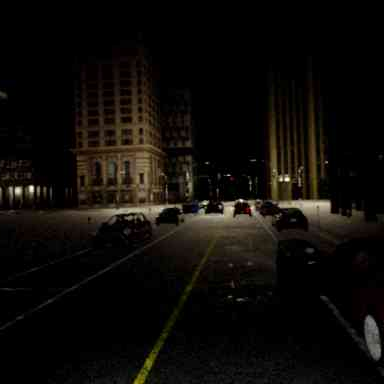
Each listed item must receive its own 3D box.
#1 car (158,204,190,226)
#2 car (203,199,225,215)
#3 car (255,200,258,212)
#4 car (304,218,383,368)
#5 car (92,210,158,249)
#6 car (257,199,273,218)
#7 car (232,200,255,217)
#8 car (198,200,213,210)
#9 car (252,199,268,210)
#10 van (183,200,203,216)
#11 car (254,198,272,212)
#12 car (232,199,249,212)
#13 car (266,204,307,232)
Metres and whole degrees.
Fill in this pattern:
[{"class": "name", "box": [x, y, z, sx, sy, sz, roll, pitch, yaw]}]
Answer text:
[{"class": "car", "box": [-1.699, 1.965, 27.343, 1.947, 1.339, 4.313, -2, -1, 8]}, {"class": "car", "box": [2.676, 1.742, 39.082, 2.097, 1.767, 4.553, -2, -1, 8]}, {"class": "car", "box": [8.311, 1.730, 37.329, 2.008, 1.369, 4.403, -2, -1, 8]}, {"class": "car", "box": [3.435, 1.434, 5.592, 1.882, 1.535, 5.008, -2, -1, 8]}, {"class": "car", "box": [-3.277, 1.755, 16.172, 1.967, 1.590, 4.097, -2, -1, 8]}, {"class": "car", "box": [7.547, 1.666, 31.912, 1.752, 1.417, 4.829, -2, -1, 8]}, {"class": "car", "box": [5.159, 1.775, 34.195, 1.812, 1.442, 4.674, -2, -1, 8]}, {"class": "car", "box": [2.233, 2.147, 55.271, 2.008, 1.369, 4.403, -2, -1, 8]}, {"class": "car", "box": [9.884, 1.808, 48.501, 2.008, 1.369, 4.403, -2, -1, 8]}, {"class": "van", "box": [-0.134, 1.821, 38.517, 1.690, 1.788, 3.998, -2, -1, 8]}, {"class": "car", "box": [9.093, 1.659, 42.917, 1.967, 1.590, 4.097, -2, -1, 8]}, {"class": "car", "box": [6.718, 1.824, 45.636, 2.128, 1.511, 4.902, -2, -1, 8]}, {"class": "car", "box": [5.951, 1.623, 20.572, 1.947, 1.339, 4.313, -2, -1, 8]}]
